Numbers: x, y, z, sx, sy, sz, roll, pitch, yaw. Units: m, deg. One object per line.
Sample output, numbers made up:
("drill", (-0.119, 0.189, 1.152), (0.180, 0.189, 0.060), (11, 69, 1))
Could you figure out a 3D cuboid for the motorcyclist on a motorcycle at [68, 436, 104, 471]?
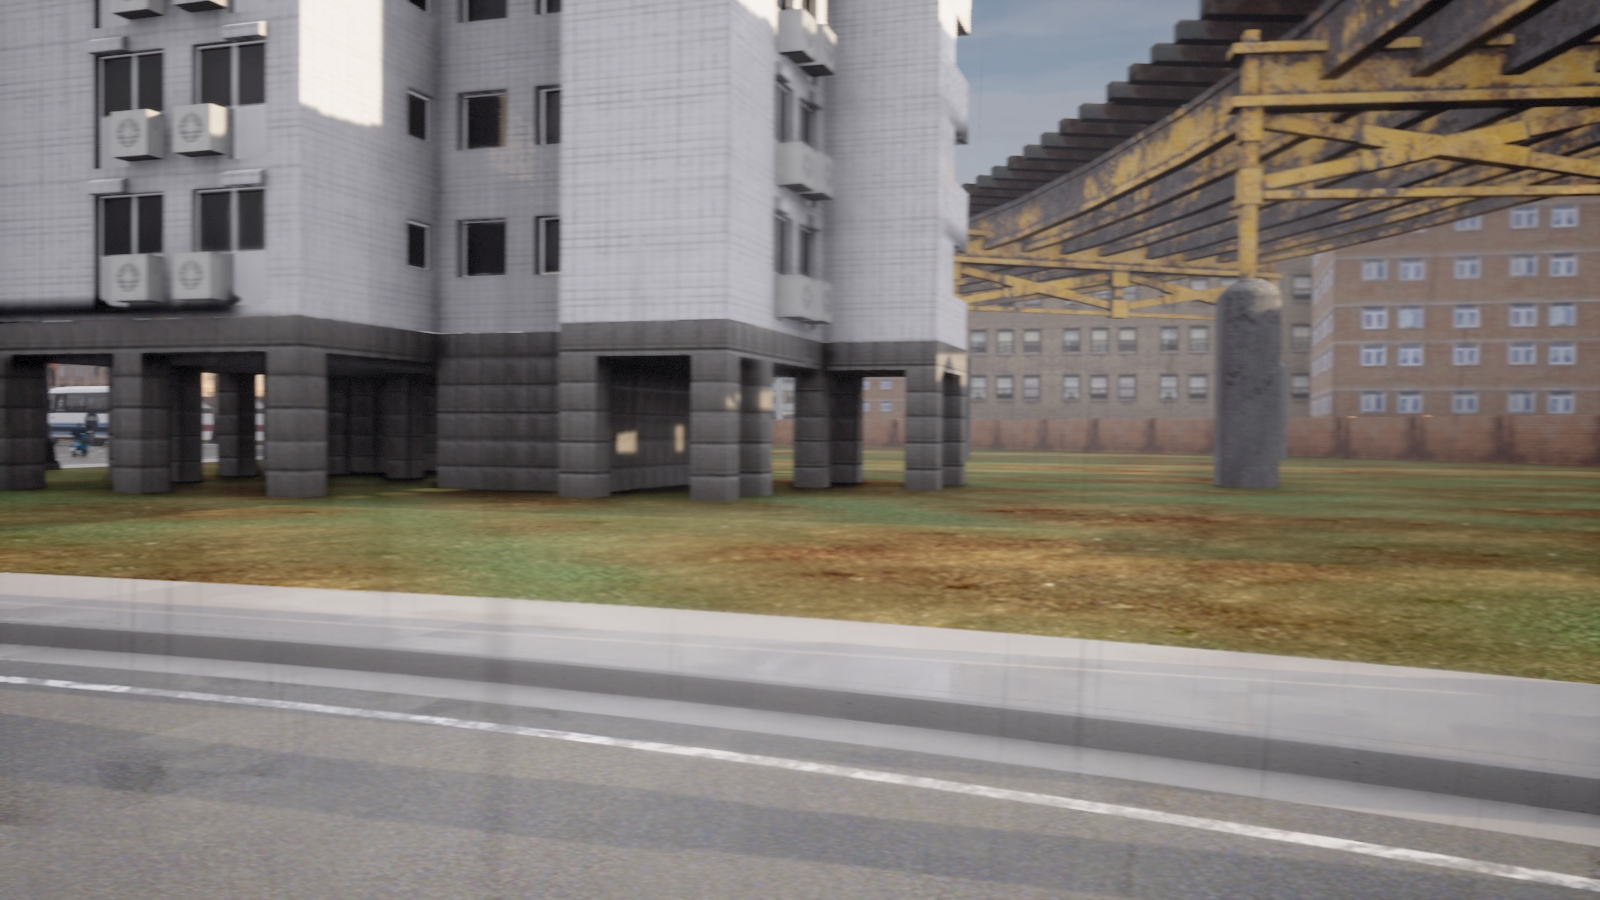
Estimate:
("motorcyclist on a motorcycle", (-32.890, 0.136, 57.899), (0.866, 1.590, 1.817), (-1, 1, -10))
